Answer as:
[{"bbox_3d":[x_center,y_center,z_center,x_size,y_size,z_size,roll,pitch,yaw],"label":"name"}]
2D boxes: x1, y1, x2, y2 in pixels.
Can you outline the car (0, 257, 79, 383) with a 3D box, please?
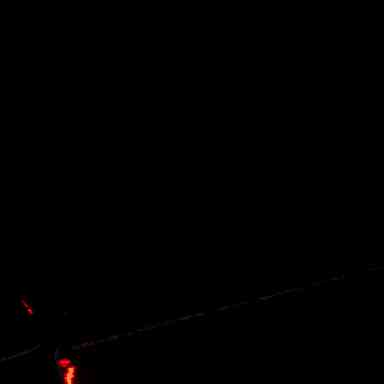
[{"bbox_3d":[-3.018,1.348,1.840,4.553,1.767,2.097,0,0,-35],"label":"car"}]
